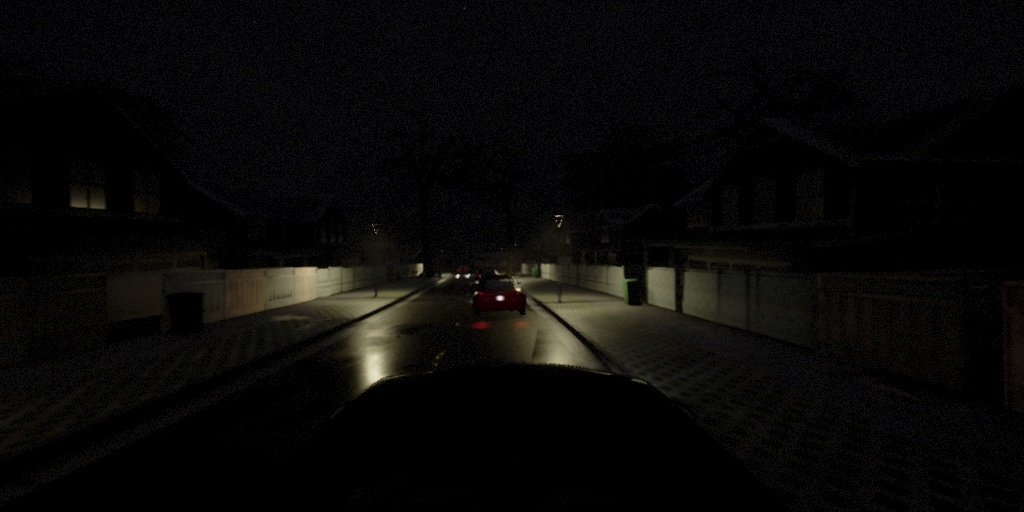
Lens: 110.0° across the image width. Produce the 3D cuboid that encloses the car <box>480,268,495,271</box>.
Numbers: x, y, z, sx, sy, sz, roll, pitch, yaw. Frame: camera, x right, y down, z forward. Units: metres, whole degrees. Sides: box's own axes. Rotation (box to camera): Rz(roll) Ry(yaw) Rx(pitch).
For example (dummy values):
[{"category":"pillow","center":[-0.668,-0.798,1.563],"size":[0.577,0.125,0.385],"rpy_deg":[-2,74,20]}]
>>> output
[{"category":"car","center":[-2.011,1.689,29.692],"size":[1.994,1.385,4.181],"rpy_deg":[0,-1,-5]}]

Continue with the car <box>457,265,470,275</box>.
[{"category":"car","center":[-7.650,2.100,56.604],"size":[1.882,1.535,5.008],"rpy_deg":[0,-1,-5]}]

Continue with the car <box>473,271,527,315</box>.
[{"category":"car","center":[-0.553,1.471,14.556],"size":[1.994,1.385,4.181],"rpy_deg":[0,-1,-4]}]
